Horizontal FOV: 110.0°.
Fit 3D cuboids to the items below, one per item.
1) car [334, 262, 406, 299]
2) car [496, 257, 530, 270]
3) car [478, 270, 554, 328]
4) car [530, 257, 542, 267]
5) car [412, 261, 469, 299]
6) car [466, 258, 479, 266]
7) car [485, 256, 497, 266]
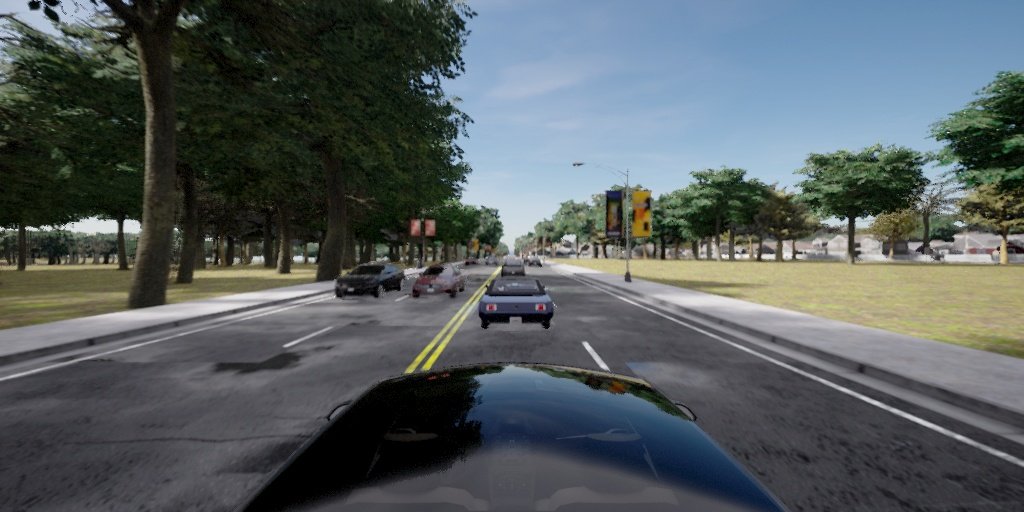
[{"bbox_3d":[-6.605,1.093,17.197,1.882,1.535,5.008,0,0,0],"label":"car"},{"bbox_3d":[0.090,1.016,28.879,2.128,1.511,4.902,0,0,0],"label":"car"},{"bbox_3d":[0.098,1.269,11.003,1.895,1.301,4.718,0,0,0],"label":"car"},{"bbox_3d":[3.329,0.894,53.423,1.812,1.442,4.674,0,0,0],"label":"car"},{"bbox_3d":[-3.356,1.142,17.120,1.812,1.442,4.674,0,0,0],"label":"car"},{"bbox_3d":[-6.564,0.936,58.978,1.895,1.301,4.718,0,0,1],"label":"car"},{"bbox_3d":[-3.320,0.827,58.982,2.128,1.511,4.902,0,0,1],"label":"car"}]
